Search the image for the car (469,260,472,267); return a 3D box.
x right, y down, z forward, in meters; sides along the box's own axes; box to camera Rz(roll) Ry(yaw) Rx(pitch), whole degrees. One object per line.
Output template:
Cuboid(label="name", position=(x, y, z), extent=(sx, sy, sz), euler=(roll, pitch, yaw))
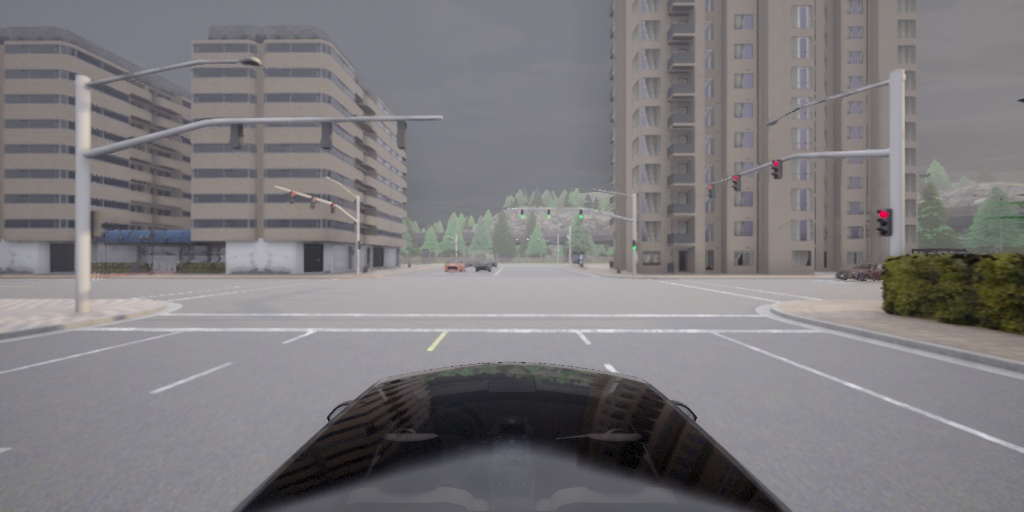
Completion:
Cuboid(label="car", position=(-7.034, 1.364, 62.113), extent=(1.994, 1.385, 4.181), euler=(0, 0, 0))

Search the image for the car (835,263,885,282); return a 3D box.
Cuboid(label="car", position=(28.452, 1.299, 28.403), extent=(4.674, 1.442, 1.812), euler=(0, 0, 0))

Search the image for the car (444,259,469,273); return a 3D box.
Cuboid(label="car", position=(-7.088, 1.137, 44.785), extent=(2.097, 1.767, 4.553), euler=(0, 0, 0))

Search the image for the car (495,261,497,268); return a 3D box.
Cuboid(label="car", position=(-3.537, 1.400, 61.493), extent=(1.895, 1.301, 4.718), euler=(0, 0, 1))

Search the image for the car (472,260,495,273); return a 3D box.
Cuboid(label="car", position=(-3.587, 1.386, 45.599), extent=(1.895, 1.301, 4.718), euler=(0, 0, 0))
